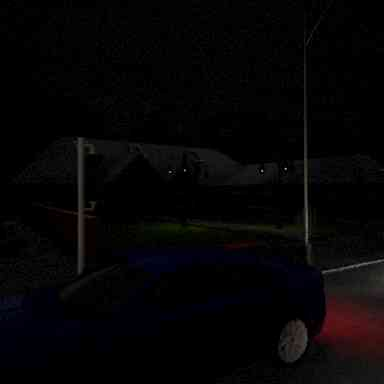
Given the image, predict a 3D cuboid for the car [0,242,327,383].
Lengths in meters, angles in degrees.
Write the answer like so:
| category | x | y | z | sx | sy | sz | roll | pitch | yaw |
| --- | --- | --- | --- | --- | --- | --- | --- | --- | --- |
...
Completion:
| category | x | y | z | sx | sy | sz | roll | pitch | yaw |
| --- | --- | --- | --- | --- | --- | --- | --- | --- | --- |
| car | -0.416 | 1.478 | 4.293 | 5.008 | 1.535 | 1.882 | 0 | 0 | -32 |
